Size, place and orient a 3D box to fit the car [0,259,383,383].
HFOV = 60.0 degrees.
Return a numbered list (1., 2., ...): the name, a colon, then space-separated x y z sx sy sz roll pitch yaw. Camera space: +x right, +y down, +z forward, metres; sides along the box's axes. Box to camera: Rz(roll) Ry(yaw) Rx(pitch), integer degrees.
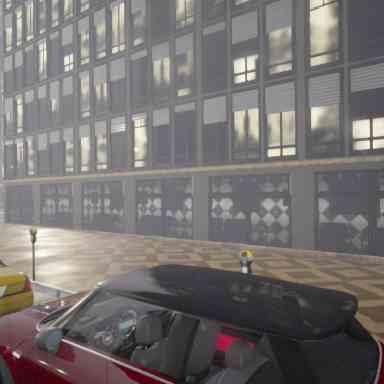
1. car: -0.326 1.441 3.124 4.097 1.590 1.967 0 -1 35
